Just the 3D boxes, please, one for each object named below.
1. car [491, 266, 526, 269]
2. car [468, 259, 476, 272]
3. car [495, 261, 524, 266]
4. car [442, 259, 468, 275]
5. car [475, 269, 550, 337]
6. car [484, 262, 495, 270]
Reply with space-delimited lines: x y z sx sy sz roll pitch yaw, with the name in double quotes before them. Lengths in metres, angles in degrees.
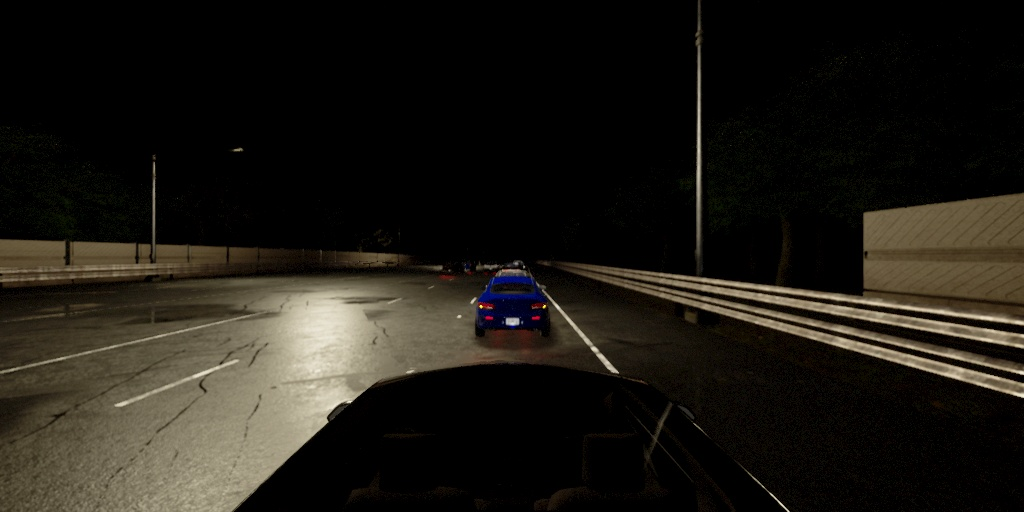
"car" 0.028 1.346 17.373 1.895 1.301 4.718 0 0 0
"car" -6.254 1.224 49.860 2.097 1.767 4.553 0 0 2
"car" 0.049 1.249 28.976 2.128 1.511 4.902 0 0 2
"car" -6.579 1.328 40.522 1.837 1.490 4.892 0 -1 2
"car" 0.017 1.270 10.163 1.812 1.442 4.674 0 0 0
"car" -2.725 1.454 49.954 1.895 1.301 4.718 0 0 3
